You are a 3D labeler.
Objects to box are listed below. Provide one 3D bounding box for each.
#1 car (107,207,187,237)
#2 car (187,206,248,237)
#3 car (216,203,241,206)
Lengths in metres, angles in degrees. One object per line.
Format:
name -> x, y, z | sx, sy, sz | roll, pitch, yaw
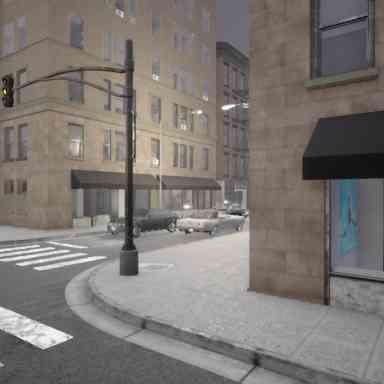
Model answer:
car -> -2.604, 1.620, 18.810 | 1.812, 1.442, 4.674 | 0, 0, 37
car -> 1.240, 1.711, 19.135 | 1.895, 1.301, 4.718 | 0, 0, 35
car -> 2.697, 1.640, 26.285 | 2.128, 1.511, 4.902 | 0, 0, 35
